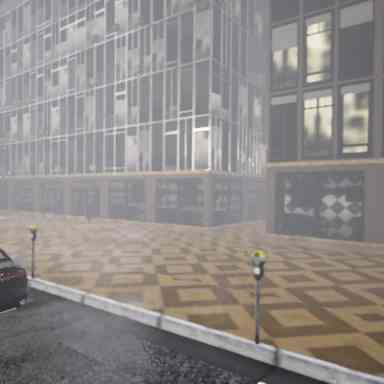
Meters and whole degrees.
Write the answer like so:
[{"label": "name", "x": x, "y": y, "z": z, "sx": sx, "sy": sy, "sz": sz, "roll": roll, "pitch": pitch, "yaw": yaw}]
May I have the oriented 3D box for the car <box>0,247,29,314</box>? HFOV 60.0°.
[{"label": "car", "x": -4.828, "y": 1.500, "z": 6.317, "sx": 4.403, "sy": 1.369, "sz": 2.008, "roll": 0, "pitch": 1, "yaw": 36}]
